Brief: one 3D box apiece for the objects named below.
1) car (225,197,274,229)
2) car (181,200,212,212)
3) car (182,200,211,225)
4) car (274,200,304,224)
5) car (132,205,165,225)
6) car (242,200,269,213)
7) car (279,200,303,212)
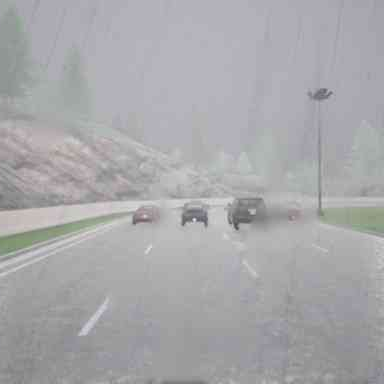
[{"bbox_3d":[3.682,1.321,22.387,2.150,2.045,5.566,0,0,1],"label":"car"},{"bbox_3d":[0.659,1.733,42.816,2.033,1.411,5.357,0,0,23],"label":"car"},{"bbox_3d":[0.286,1.612,24.691,1.837,1.490,4.892,0,0,3],"label":"car"},{"bbox_3d":[7.346,1.637,25.801,1.812,1.442,4.674,0,0,4],"label":"car"},{"bbox_3d":[-3.227,1.674,25.314,1.994,1.385,4.181,0,0,2],"label":"car"},{"bbox_3d":[8.065,1.728,41.877,2.033,1.411,5.357,0,0,26],"label":"car"},{"bbox_3d":[12.786,1.749,42.849,1.994,1.385,4.181,0,0,30],"label":"car"}]
